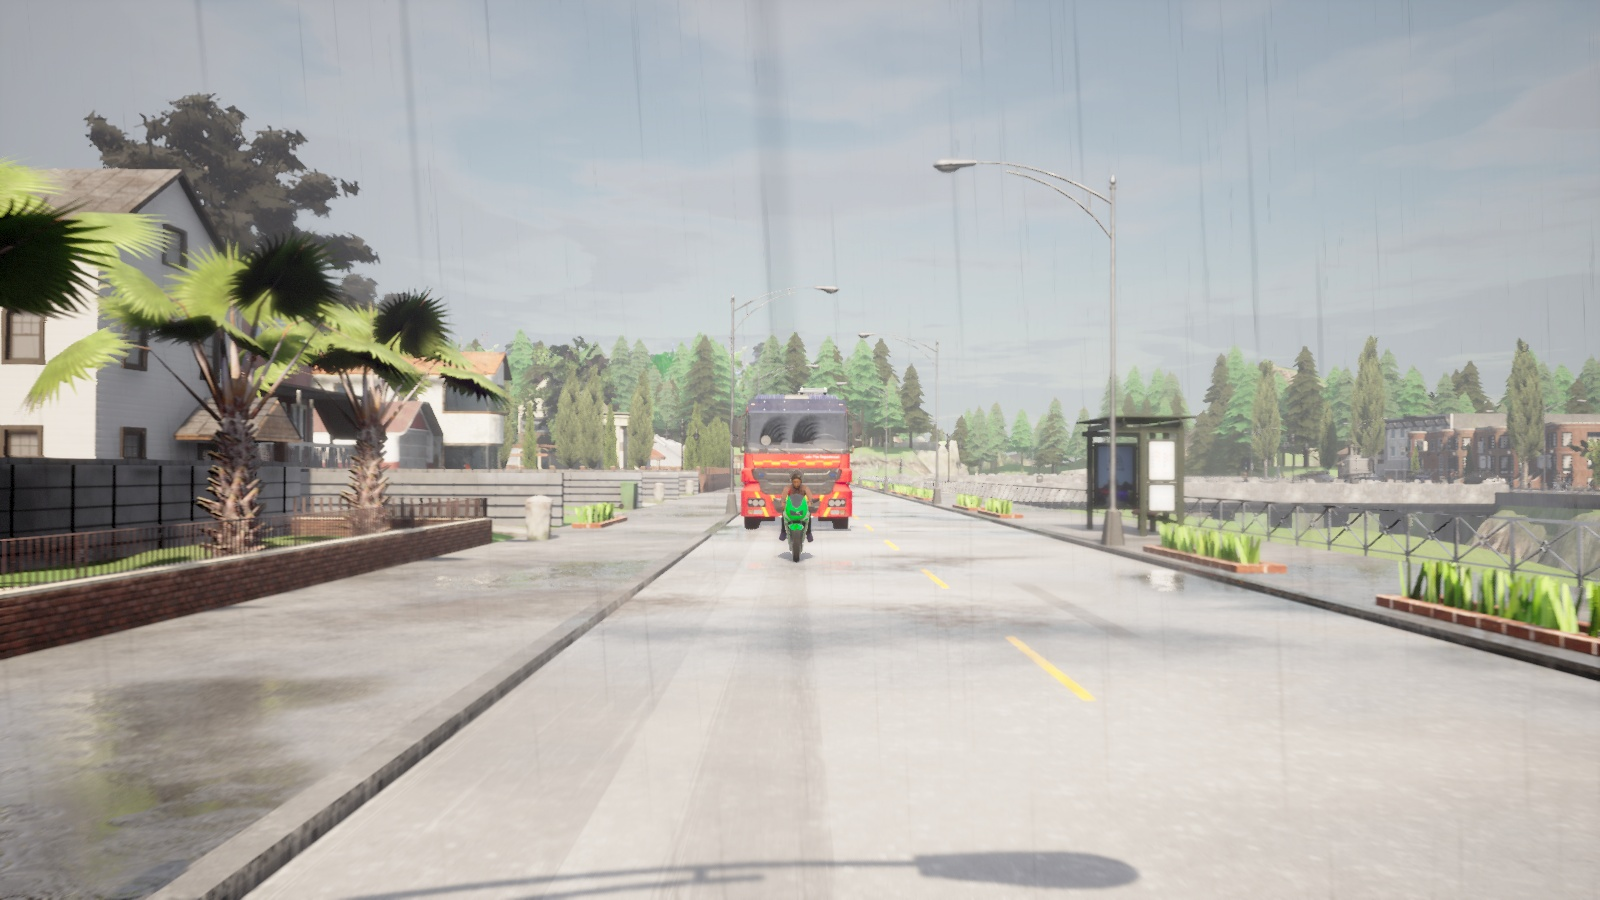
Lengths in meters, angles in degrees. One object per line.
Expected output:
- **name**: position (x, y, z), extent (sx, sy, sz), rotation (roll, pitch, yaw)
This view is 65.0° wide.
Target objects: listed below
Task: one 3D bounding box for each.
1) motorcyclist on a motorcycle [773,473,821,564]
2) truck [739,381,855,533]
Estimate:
- **motorcyclist on a motorcycle**: position (-0.052, 1.166, 22.057), extent (0.797, 1.523, 2.044), rotation (0, -1, 0)
- **truck**: position (-0.089, 0.251, 35.876), extent (2.891, 3.827, 8.468), rotation (0, -1, 0)
